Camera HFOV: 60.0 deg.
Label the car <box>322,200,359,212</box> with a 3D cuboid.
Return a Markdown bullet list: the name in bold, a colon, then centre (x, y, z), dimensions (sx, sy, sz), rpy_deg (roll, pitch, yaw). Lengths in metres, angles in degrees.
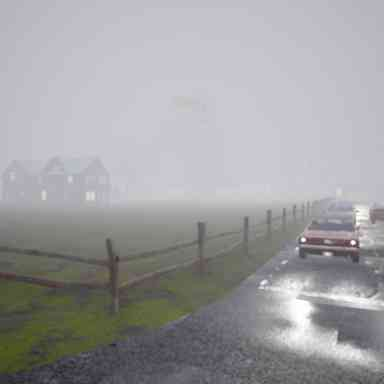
- **car**: centre (9.596, 1.515, 21.451), dimensions (2.128, 1.511, 4.902), rpy_deg (0, 0, 26)

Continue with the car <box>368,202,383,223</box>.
- **car**: centre (14.515, 1.511, 25.067), dimensions (1.882, 1.535, 5.008), rpy_deg (0, 0, 26)

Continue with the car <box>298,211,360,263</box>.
- **car**: centre (5.168, 1.616, 12.314), dimensions (1.895, 1.301, 4.718), rpy_deg (0, 0, 26)
